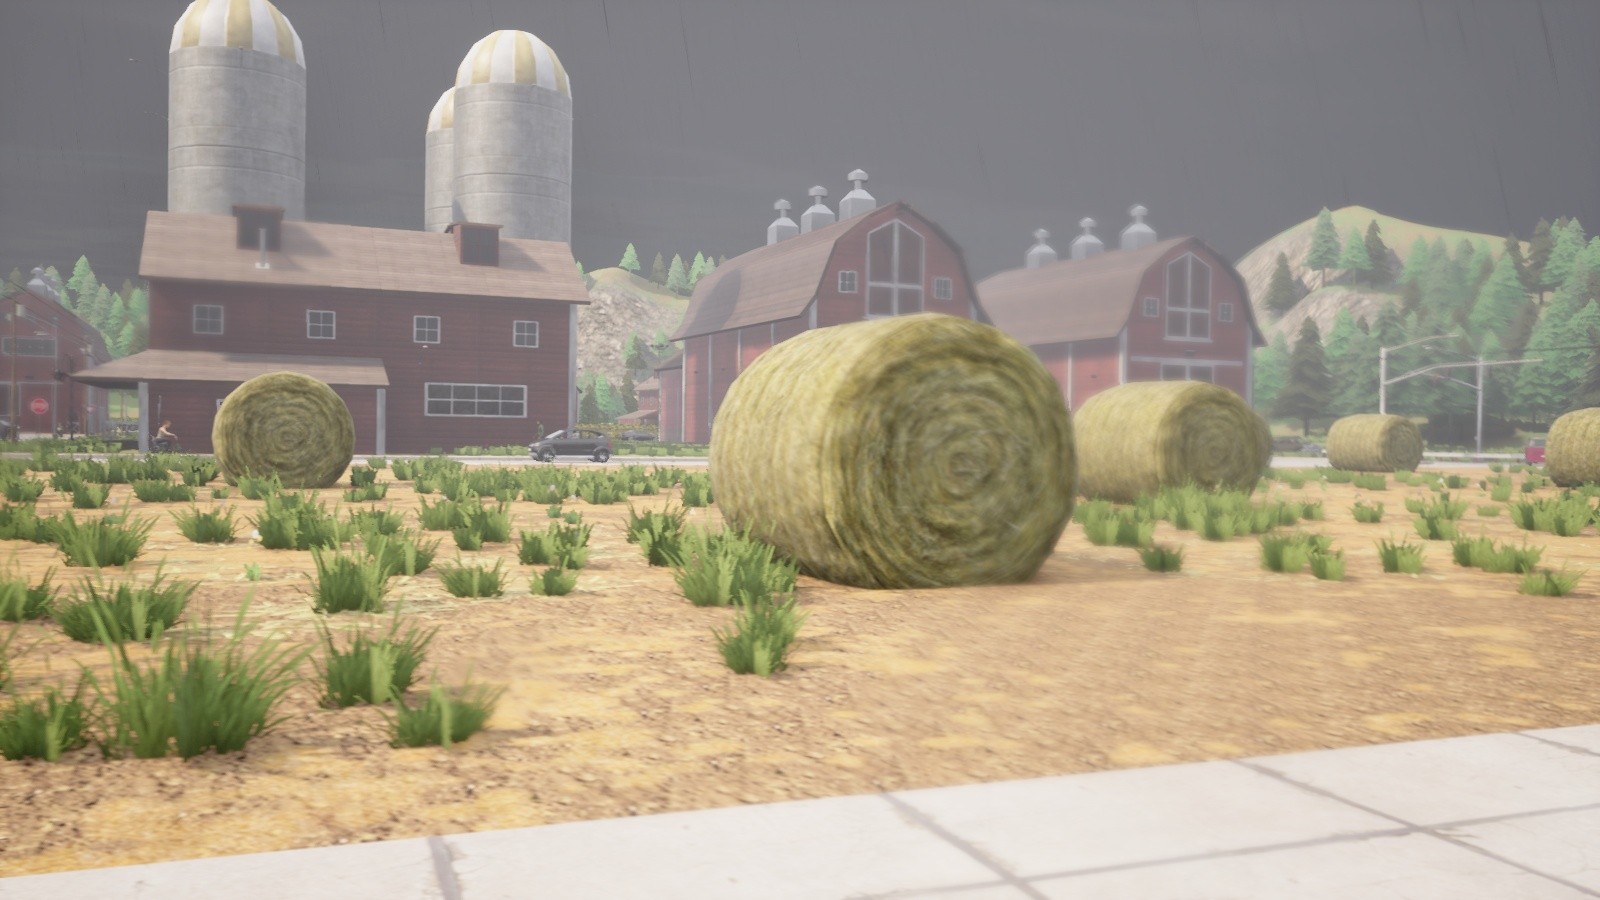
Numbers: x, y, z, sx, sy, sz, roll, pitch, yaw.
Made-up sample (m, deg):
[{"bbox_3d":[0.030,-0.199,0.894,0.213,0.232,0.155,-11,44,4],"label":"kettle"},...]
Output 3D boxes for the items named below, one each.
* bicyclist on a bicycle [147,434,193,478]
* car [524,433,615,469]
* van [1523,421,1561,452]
[{"bbox_3d":[-23.535,0.210,46.943,1.509,1.612,0.866,-1,1,-24],"label":"bicyclist on a bicycle"},{"bbox_3d":[-10.420,0.031,56.817,3.705,1.549,1.789,-1,1,-25],"label":"car"},{"bbox_3d":[49.349,-0.923,83.573,1.775,1.987,4.442,0,1,26],"label":"van"}]
